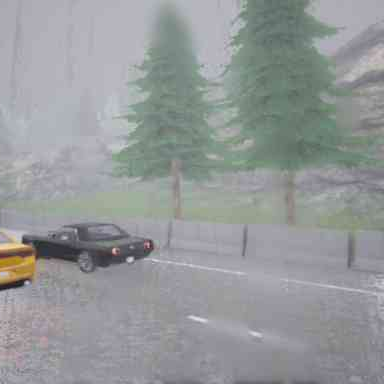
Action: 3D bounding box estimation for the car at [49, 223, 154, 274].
[{"bbox_3d":[-3.577,1.662,10.848,4.718,1.301,1.895,0,0,36],"label":"car"}]

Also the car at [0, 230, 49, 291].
[{"bbox_3d":[-5.858,1.540,8.178,5.008,1.535,1.882,0,0,36],"label":"car"}]
